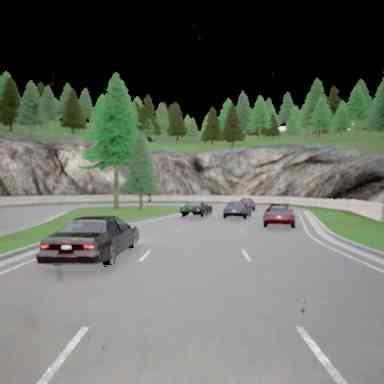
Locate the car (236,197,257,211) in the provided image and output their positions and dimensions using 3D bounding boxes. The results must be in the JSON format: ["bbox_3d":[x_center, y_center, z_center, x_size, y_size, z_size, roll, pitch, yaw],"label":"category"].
[{"bbox_3d":[6.353,1.397,39.214,2.033,1.411,5.357,0,0,6],"label":"car"}]

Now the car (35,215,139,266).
[{"bbox_3d":[-3.200,1.504,11.312,2.033,1.411,5.357,0,0,3],"label":"car"}]

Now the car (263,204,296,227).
[{"bbox_3d":[5.796,1.479,22.087,1.994,1.385,4.181,0,0,15],"label":"car"}]

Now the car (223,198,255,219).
[{"bbox_3d":[3.904,1.455,28.270,1.994,1.385,4.181,0,0,16],"label":"car"}]

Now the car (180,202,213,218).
[{"bbox_3d":[0.523,1.488,29.245,1.895,1.301,4.718,0,0,16],"label":"car"}]
